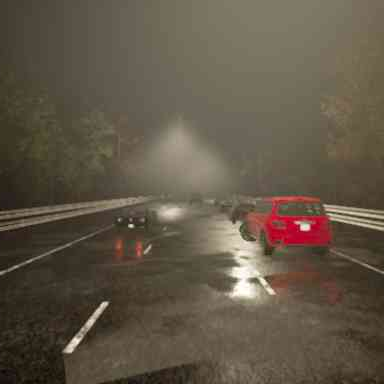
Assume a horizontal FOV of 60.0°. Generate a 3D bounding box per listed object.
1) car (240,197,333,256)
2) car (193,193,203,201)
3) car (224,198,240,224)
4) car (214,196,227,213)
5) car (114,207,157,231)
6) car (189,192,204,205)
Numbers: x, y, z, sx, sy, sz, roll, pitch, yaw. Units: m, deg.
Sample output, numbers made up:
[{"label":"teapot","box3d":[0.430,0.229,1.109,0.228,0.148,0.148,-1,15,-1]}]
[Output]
[{"label":"car","box3d":[3.523,1.193,13.132,2.150,2.045,5.566,0,0,-1]},{"label":"car","box3d":[1.346,1.144,74.732,2.097,1.767,4.553,0,0,2]},{"label":"car","box3d":[3.648,1.450,23.979,1.837,1.490,4.892,0,0,1]},{"label":"car","box3d":[3.805,1.411,34.933,2.128,1.511,4.902,0,0,1]},{"label":"car","box3d":[-3.286,1.554,20.358,1.895,1.301,4.718,0,0,1]},{"label":"car","box3d":[0.721,1.088,55.181,2.150,2.045,5.566,0,0,2]}]
